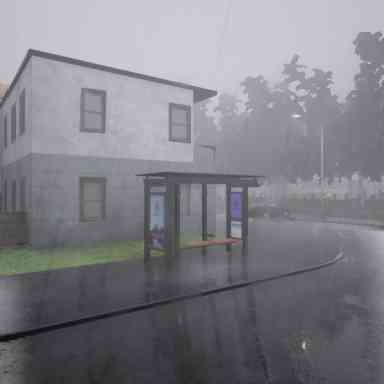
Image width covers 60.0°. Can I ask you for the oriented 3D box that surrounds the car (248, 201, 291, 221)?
[{"bbox_3d":[5.695,1.477,27.147,1.882,1.535,5.008,0,0,-34],"label":"car"}]

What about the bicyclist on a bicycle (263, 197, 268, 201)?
[{"bbox_3d":[7.200,1.349,32.448,1.656,1.620,0.582,0,0,-35],"label":"bicyclist on a bicycle"}]
